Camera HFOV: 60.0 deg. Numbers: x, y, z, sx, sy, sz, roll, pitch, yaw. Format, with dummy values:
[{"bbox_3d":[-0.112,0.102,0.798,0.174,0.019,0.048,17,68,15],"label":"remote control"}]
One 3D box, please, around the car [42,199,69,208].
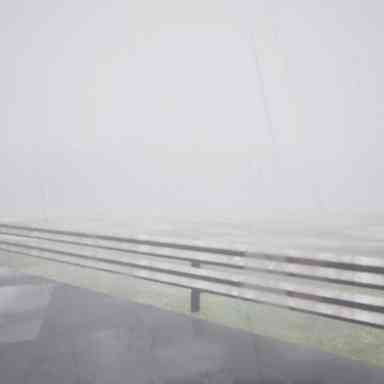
[{"bbox_3d":[-22.496,1.861,54.796,4.674,1.442,1.812,0,0,6],"label":"car"}]
